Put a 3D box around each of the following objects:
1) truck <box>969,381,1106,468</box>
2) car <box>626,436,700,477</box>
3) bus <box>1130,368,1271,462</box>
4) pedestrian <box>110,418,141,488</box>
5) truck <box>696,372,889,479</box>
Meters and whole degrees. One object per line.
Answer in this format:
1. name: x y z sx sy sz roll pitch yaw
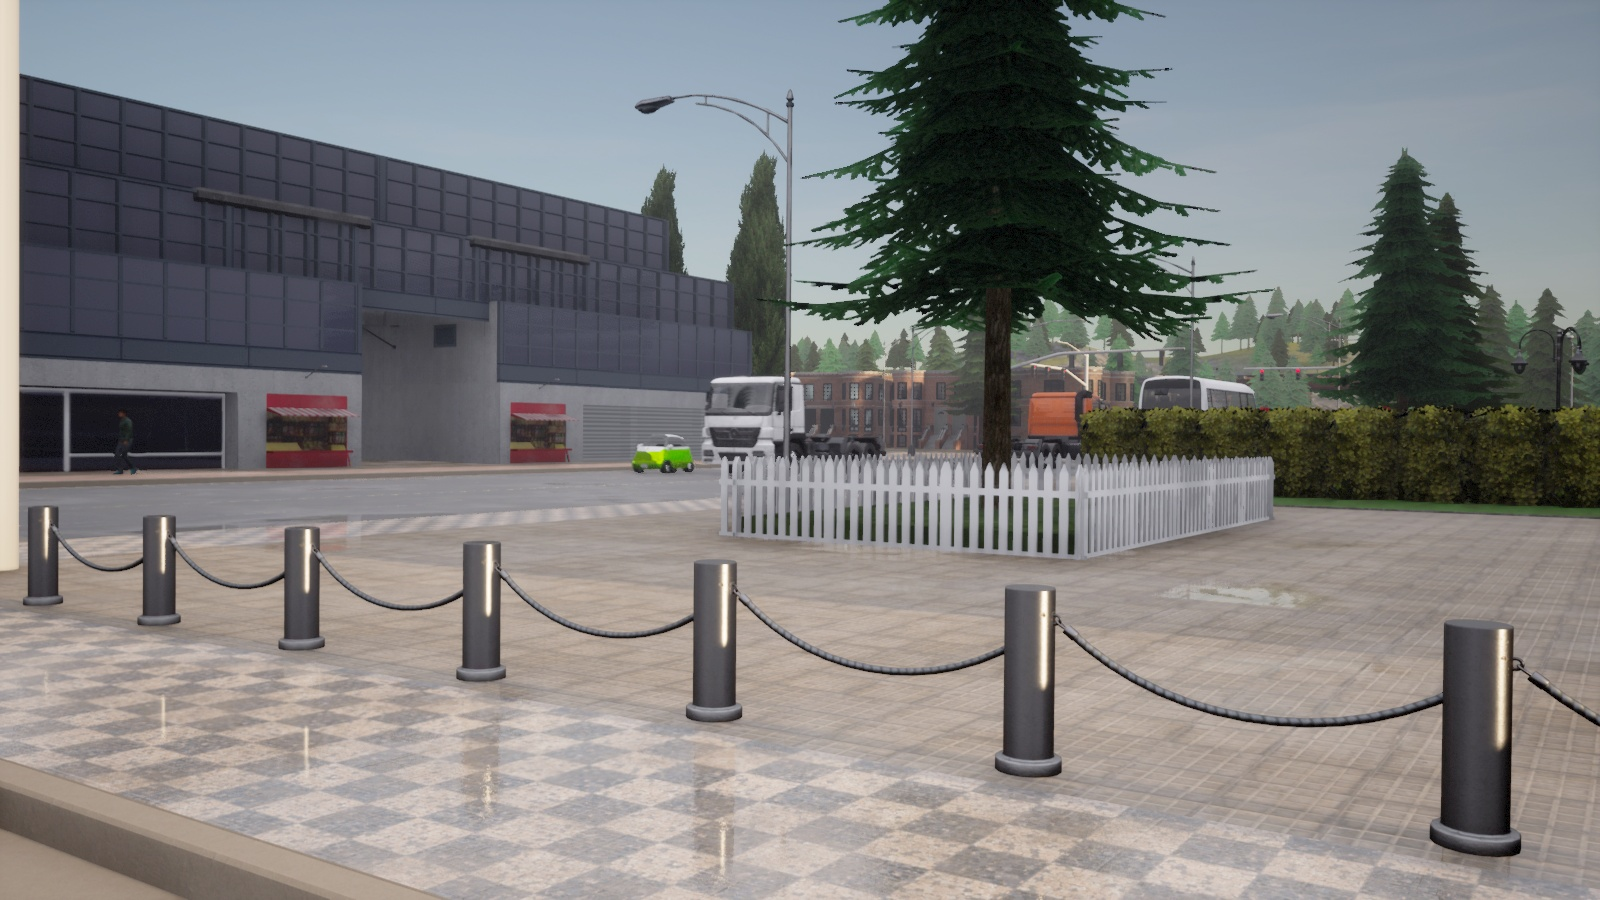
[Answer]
1. truck: 10.366 -1.092 54.066 2.891 3.462 7.936 0 1 34
2. car: -4.781 0.217 44.008 1.481 1.376 2.207 0 1 34
3. bus: 20.023 -1.683 62.205 3.944 4.253 10.273 0 1 34
4. pedestrian: -18.055 0.080 33.632 0.353 1.847 0.614 0 1 32
5. truck: -0.070 -0.871 44.755 2.891 3.462 7.936 0 1 34
